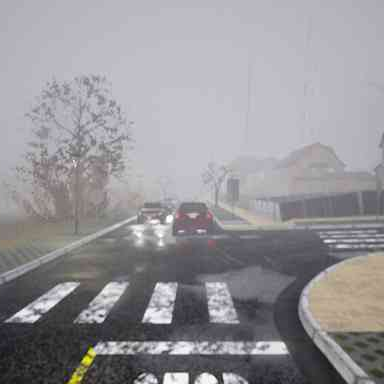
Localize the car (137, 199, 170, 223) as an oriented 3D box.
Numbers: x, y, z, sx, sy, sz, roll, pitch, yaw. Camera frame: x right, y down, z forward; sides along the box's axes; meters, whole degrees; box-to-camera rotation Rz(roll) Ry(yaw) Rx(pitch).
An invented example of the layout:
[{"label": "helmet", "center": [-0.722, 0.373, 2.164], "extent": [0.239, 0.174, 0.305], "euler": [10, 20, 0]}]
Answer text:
[{"label": "car", "center": [-2.918, 1.482, 25.012], "extent": [1.812, 1.442, 4.674], "euler": [0, 0, 0]}]

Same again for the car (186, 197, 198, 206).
[{"label": "car", "center": [-0.054, 1.524, 53.841], "extent": [1.895, 1.301, 4.718], "euler": [0, 0, 0]}]

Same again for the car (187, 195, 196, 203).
[{"label": "car", "center": [-0.105, 1.441, 67.365], "extent": [1.812, 1.442, 4.674], "euler": [0, 0, 0]}]

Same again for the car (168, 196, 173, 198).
[{"label": "car", "center": [-2.975, 1.458, 44.425], "extent": [1.812, 1.442, 4.674], "euler": [0, 0, 1]}]

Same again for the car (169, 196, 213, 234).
[{"label": "car", "center": [0.025, 1.295, 18.794], "extent": [2.097, 1.767, 4.553], "euler": [0, -1, -1]}]

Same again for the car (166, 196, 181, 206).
[{"label": "car", "center": [-2.963, 1.414, 54.834], "extent": [2.128, 1.511, 4.902], "euler": [0, 0, 0]}]
